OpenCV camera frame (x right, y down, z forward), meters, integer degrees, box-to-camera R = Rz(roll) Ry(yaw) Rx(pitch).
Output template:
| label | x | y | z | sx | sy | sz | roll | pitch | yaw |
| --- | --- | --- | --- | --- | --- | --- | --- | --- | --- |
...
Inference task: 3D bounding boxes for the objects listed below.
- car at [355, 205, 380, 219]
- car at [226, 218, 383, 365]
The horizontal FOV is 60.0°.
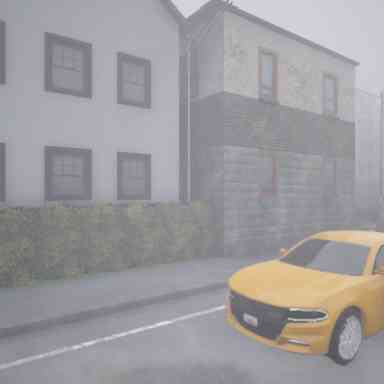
| label | x | y | z | sx | sy | sz | roll | pitch | yaw |
| --- | --- | --- | --- | --- | --- | --- | --- | --- | --- |
| car | 13.916 | 1.667 | 23.082 | 2.128 | 1.511 | 4.902 | 0 | 0 | -36 |
| car | 2.837 | 1.477 | 6.005 | 5.008 | 1.535 | 1.882 | 0 | 0 | -35 |
